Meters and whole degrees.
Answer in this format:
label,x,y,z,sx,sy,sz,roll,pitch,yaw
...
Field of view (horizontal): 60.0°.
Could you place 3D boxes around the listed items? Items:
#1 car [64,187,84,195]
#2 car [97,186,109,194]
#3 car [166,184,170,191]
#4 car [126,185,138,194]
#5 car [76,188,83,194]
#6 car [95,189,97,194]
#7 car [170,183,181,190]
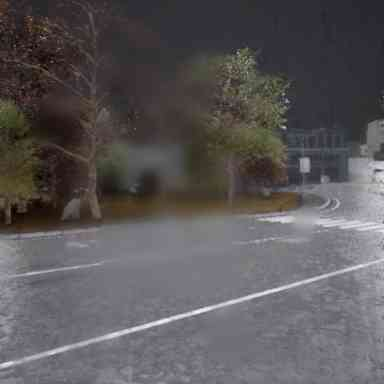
label,x,y,z,sx,sy,sz,roll,pitch,yaw
car,-29.724,-0.246,84.160,2.097,1.535,5.008,0,3,19
car,-18.085,-0.402,74.901,2.435,2.045,5.566,-1,3,18
car,-3.847,-0.594,64.202,2.435,2.045,5.566,-3,2,16
car,-10.991,-0.453,69.537,2.435,2.045,5.566,-2,2,17
car,-25.107,-0.320,80.412,2.185,1.767,4.553,-1,3,18
car,-20.426,-0.156,76.763,2.231,1.521,4.892,-2,3,18
car,-1.459,-0.648,62.383,2.435,2.045,5.566,-2,2,16
